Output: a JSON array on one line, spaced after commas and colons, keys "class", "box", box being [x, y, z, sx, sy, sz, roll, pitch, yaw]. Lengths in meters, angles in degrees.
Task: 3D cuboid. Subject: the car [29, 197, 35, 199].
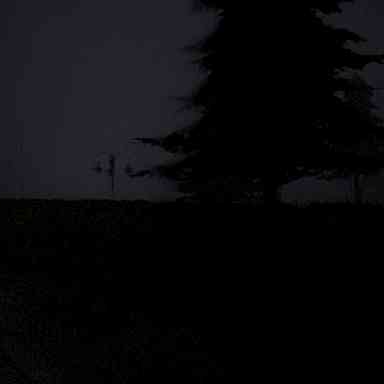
[{"class": "car", "box": [-37.663, 1.998, 80.500, 1.970, 1.475, 3.806, -1, 0, 40]}]

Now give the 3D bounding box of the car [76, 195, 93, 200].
[{"class": "car", "box": [-20.190, 1.645, 66.924, 1.932, 1.855, 4.605, -1, 0, 40]}]

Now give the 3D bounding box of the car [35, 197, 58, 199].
[{"class": "car", "box": [-32.523, 1.856, 76.646, 2.152, 1.636, 5.027, -1, 0, 40]}]

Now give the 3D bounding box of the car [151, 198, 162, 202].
[{"class": "car", "box": [-5.989, 1.738, 54.933, 1.845, 1.501, 3.633, -1, 0, 40]}]

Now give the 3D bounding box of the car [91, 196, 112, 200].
[{"class": "car", "box": [-13.026, 1.783, 51.133, 1.970, 1.475, 3.806, -1, 0, 40]}]
